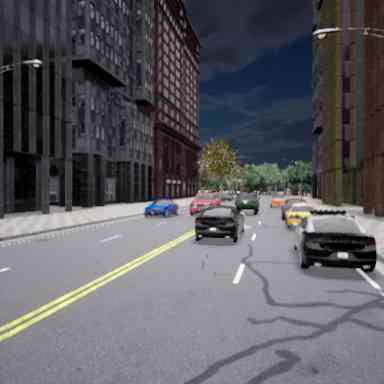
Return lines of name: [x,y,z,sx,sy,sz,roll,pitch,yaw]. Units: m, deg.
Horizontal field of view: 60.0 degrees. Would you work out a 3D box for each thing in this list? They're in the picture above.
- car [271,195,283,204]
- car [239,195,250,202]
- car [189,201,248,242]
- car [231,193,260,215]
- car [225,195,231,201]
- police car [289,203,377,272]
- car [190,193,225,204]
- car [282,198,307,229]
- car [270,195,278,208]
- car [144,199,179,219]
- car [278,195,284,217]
car: [15.277,1.316,59.974,2.033,1.411,5.357,0,0,14]
car: [11.305,1.269,71.202,1.994,1.385,4.181,0,0,14]
car: [1.467,1.414,16.269,1.882,1.535,5.008,0,0,14]
car: [5.528,1.088,33.061,2.150,2.045,5.566,0,0,14]
car: [7.285,1.271,68.409,2.033,1.411,5.357,0,0,14]
police car: [4.414,1.385,10.910,1.930,1.638,5.238,0,0,14]
car: [1.323,1.101,30.353,2.150,2.045,5.566,0,0,14]
car: [6.784,1.378,20.708,1.801,1.575,5.366,0,0,14]
car: [11.664,1.179,45.006,2.097,1.767,4.553,0,0,14]
car: [-2.499,1.363,28.376,1.882,1.535,5.008,0,0,14]
car: [8.142,1.252,26.325,2.097,1.767,4.553,0,0,14]
